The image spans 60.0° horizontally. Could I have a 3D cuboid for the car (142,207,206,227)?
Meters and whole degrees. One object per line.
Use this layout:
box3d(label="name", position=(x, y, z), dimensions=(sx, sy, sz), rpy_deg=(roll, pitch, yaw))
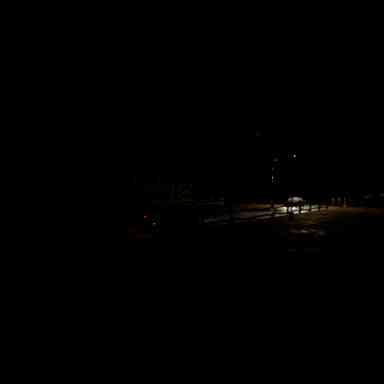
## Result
box3d(label="car", position=(-1.005, 1.613, 22.032), dimensions=(1.895, 1.301, 4.718), rpy_deg=(2, 1, 36))

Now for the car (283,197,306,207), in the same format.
box3d(label="car", position=(15.282, 1.465, 49.152), dimensions=(2.033, 1.411, 5.357), rpy_deg=(2, 1, 36))
